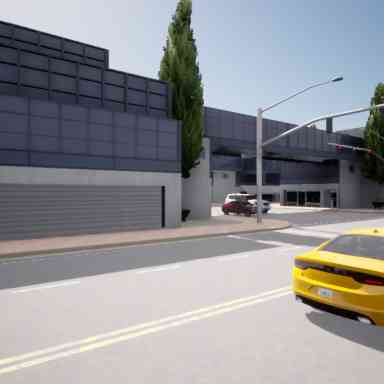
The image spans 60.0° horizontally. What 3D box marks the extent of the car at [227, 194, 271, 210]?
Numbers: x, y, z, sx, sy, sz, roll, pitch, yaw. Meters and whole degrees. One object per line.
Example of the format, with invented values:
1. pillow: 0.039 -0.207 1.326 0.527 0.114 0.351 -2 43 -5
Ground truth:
1. car: 5.938 1.222 36.091 2.150 2.045 5.566 0 0 -37

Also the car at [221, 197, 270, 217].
1. car: 4.765 1.526 31.826 1.812 1.442 4.674 0 0 -37

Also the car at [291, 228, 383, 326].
1. car: 4.168 1.478 6.815 5.008 1.535 1.882 0 0 -36
